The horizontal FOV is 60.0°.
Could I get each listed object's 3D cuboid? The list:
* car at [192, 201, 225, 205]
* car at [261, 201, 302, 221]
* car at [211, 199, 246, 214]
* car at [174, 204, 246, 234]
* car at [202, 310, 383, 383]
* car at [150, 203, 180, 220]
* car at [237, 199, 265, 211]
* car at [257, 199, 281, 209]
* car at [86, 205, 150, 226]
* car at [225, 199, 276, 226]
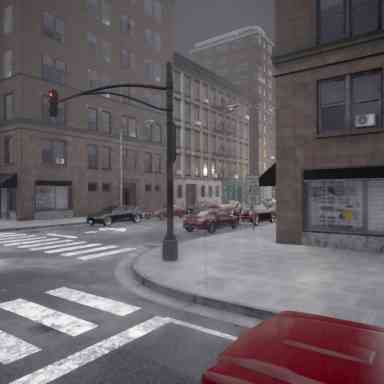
[{"bbox_3d":[1.040,1.566,32.560,1.887,1.381,4.507,0,0,36],"label":"car"},{"bbox_3d":[7.663,1.496,28.026,1.752,1.417,4.829,0,0,36],"label":"car"},{"bbox_3d":[4.155,1.545,36.907,1.752,1.417,4.829,0,0,36],"label":"car"},{"bbox_3d":[1.135,1.556,18.916,1.802,1.307,4.206,0,0,36],"label":"car"},{"bbox_3d":[2.320,1.601,2.034,4.718,1.301,1.895,0,0,36],"label":"car"},{"bbox_3d":[-2.174,1.605,28.075,1.802,1.307,4.206,0,0,36],"label":"car"},{"bbox_3d":[7.468,1.601,41.531,1.802,1.307,4.206,0,0,36],"label":"car"},{"bbox_3d":[10.682,1.602,46.017,1.802,1.307,4.206,0,0,36],"label":"car"},{"bbox_3d":[-5.389,1.591,23.589,1.947,1.339,4.313,0,0,36],"label":"car"},{"bbox_3d":[4.349,1.412,23.402,1.967,1.590,4.097,0,0,36],"label":"car"}]
